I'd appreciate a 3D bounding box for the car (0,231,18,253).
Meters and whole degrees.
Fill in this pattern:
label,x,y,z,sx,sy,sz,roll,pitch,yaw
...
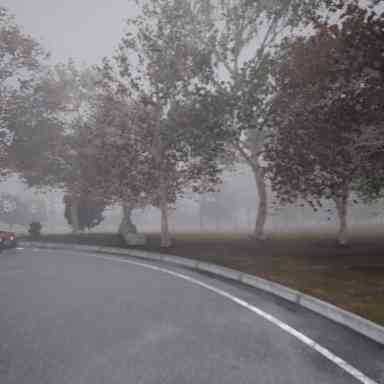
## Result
label,x,y,z,sx,sy,sz,roll,pitch,yaw
car,-10.211,2.088,14.480,5.357,1.411,2.033,-2,-1,21
